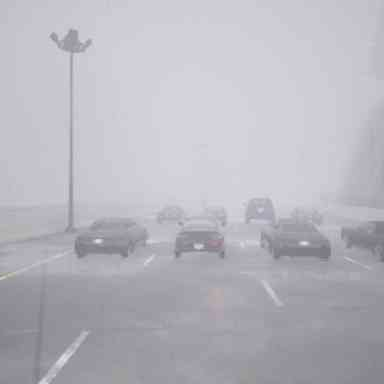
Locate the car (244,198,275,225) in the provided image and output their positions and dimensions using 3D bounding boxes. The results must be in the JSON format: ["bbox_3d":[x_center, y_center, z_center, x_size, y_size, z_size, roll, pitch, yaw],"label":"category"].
[{"bbox_3d":[5.368,1.473,26.655,2.150,2.045,5.566,0,0,9],"label":"car"}]

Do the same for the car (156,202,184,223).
[{"bbox_3d":[-1.557,1.808,27.675,2.033,1.411,5.357,0,-1,9],"label":"car"}]

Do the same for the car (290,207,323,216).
[{"bbox_3d":[8.845,1.856,26.222,1.895,1.301,4.718,0,-1,9],"label":"car"}]

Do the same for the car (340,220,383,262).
[{"bbox_3d":[7.348,1.727,12.624,1.895,1.301,4.718,0,-1,4],"label":"car"}]

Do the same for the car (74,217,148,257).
[{"bbox_3d":[-3.106,1.690,13.510,1.994,1.385,4.181,0,-1,4],"label":"car"}]

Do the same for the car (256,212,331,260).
[{"bbox_3d":[3.875,1.691,13.038,1.994,1.385,4.181,0,0,4],"label":"car"}]

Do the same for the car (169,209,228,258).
[{"bbox_3d":[0.391,1.653,13.366,1.812,1.442,4.674,0,0,4],"label":"car"}]

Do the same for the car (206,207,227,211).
[{"bbox_3d":[1.924,1.860,27.269,1.895,1.301,4.718,0,-1,9],"label":"car"}]
